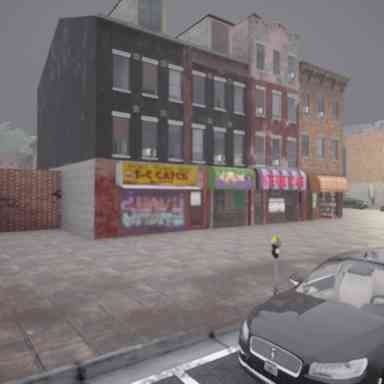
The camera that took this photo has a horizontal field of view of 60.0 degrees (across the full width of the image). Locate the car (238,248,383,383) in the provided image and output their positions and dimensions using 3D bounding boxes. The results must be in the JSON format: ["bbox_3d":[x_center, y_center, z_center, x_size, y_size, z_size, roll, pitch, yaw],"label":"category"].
[{"bbox_3d":[2.581,1.552,4.637,4.403,1.369,2.008,0,0,-35],"label":"car"}]

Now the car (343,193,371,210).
[{"bbox_3d":[18.484,1.111,40.133,2.150,2.045,5.566,0,0,-36],"label":"car"}]
